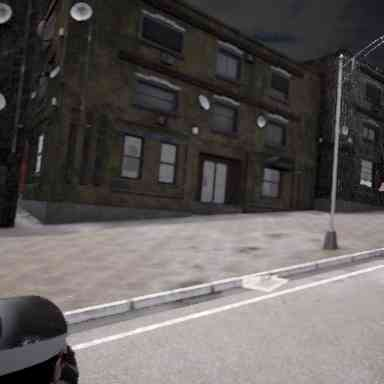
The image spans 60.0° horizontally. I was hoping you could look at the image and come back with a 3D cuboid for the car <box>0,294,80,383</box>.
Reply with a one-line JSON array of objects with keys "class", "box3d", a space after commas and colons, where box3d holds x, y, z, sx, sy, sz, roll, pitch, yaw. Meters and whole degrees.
[{"class": "car", "box3d": [-3.213, 1.451, 1.708, 5.008, 1.535, 1.882, -1, 0, -35]}]
